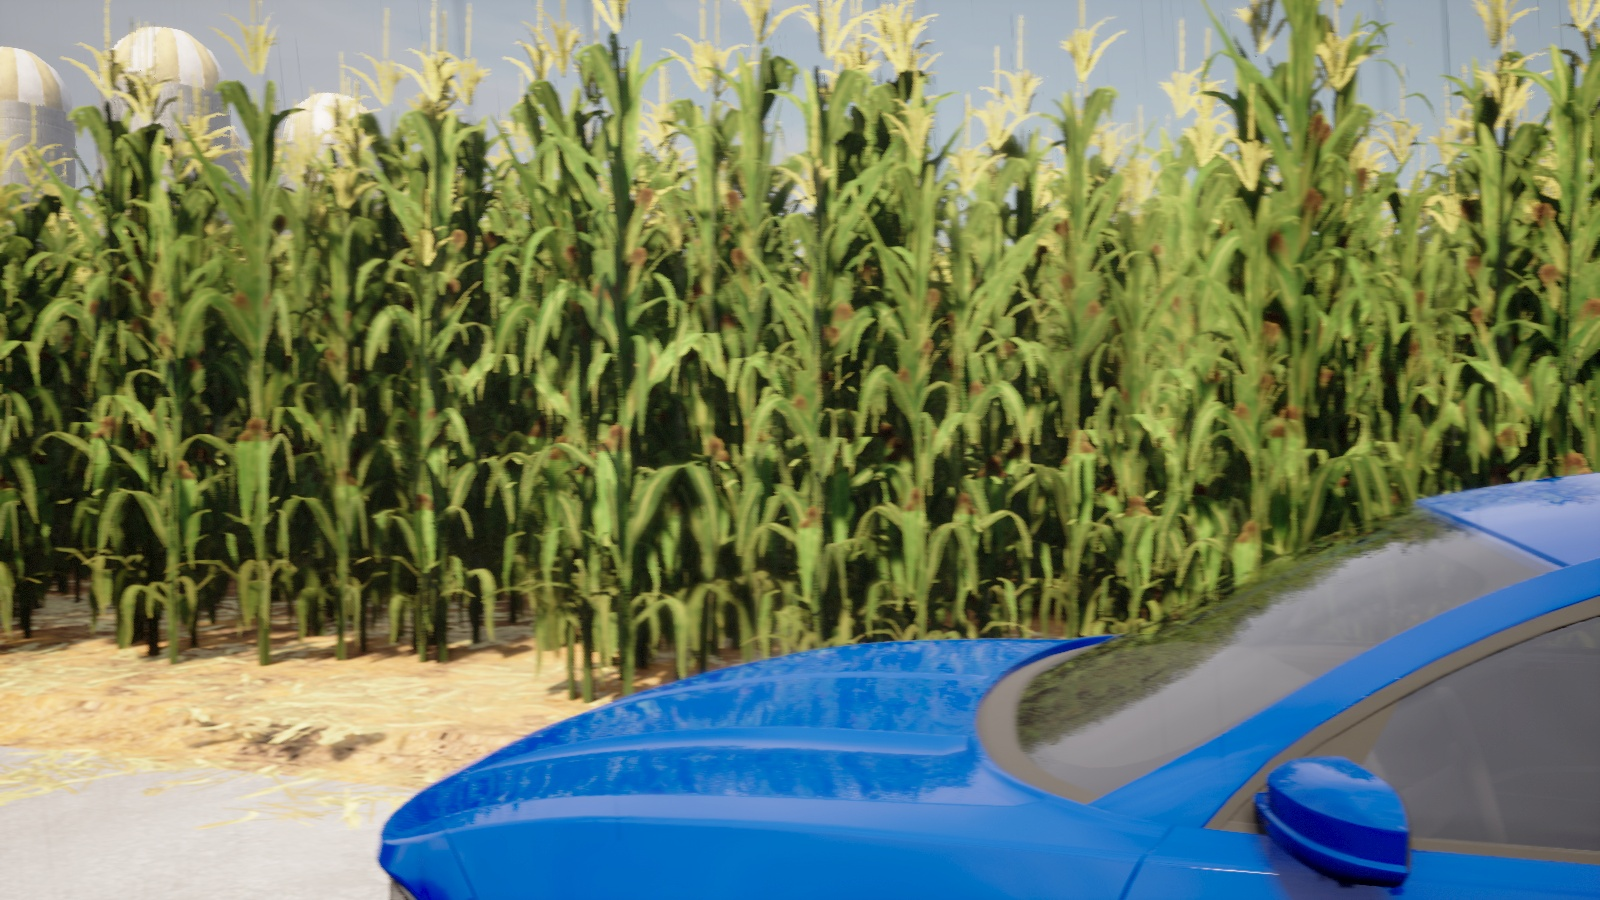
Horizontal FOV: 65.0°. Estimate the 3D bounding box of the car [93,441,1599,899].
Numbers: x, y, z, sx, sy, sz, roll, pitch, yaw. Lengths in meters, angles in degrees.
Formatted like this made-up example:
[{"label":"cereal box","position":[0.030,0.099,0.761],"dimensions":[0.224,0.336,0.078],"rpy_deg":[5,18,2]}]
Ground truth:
[{"label":"car","position":[1.443,0.773,2.267],"dimensions":[5.008,1.535,1.882],"rpy_deg":[1,1,19]}]
